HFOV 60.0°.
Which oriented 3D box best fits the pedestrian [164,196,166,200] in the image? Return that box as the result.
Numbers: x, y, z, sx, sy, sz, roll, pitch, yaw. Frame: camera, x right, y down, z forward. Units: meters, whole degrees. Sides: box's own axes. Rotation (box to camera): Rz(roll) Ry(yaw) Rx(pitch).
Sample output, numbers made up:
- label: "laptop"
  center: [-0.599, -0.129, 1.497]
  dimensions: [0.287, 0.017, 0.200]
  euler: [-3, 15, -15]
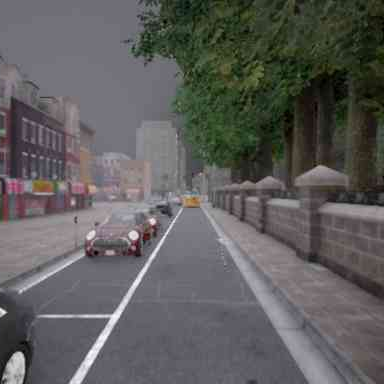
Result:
- label: "pedestrian"
  center: [-2.751, 1.309, 33.878]
  dimensions: [0.375, 1.860, 0.375]
  euler: [0, 0, 0]

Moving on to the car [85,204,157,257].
- label: "car"
  center: [-2.649, 1.446, 12.741]
  dimensions: [1.967, 1.590, 4.097]
  euler: [0, 0, 0]

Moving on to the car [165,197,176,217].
- label: "car"
  center: [-2.751, 1.519, 30.932]
  dimensions: [1.837, 1.490, 4.892]
  euler: [0, 0, 0]

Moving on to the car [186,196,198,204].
- label: "car"
  center: [0.000, 1.381, 61.155]
  dimensions: [2.033, 1.411, 5.357]
  euler: [0, 0, 0]

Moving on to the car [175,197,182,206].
- label: "car"
  center: [-2.638, 1.606, 54.632]
  dimensions: [1.802, 1.307, 4.206]
  euler: [0, 0, 0]

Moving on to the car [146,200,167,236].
- label: "car"
  center: [-2.647, 1.448, 18.012]
  dimensions: [1.967, 1.590, 4.097]
  euler: [0, 0, 0]

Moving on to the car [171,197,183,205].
- label: "car"
  center: [-2.638, 1.591, 58.295]
  dimensions: [1.947, 1.339, 4.313]
  euler: [0, 0, 0]

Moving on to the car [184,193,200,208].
- label: "car"
  center: [0.000, 1.312, 43.758]
  dimensions: [1.882, 1.535, 5.008]
  euler: [0, 0, 0]

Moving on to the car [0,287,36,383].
- label: "car"
  center: [-2.652, 1.552, 2.201]
  dimensions: [2.008, 1.369, 4.403]
  euler: [0, 0, 0]
